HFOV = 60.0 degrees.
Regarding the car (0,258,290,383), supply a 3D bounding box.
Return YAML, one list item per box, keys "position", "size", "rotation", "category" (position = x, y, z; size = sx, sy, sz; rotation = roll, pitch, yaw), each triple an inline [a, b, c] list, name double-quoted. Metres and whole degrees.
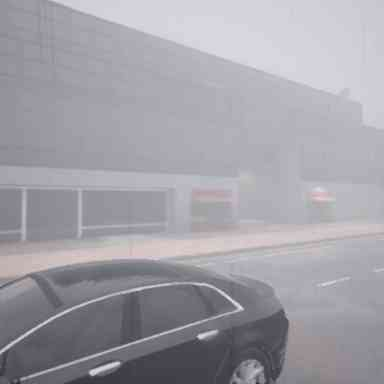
- position: [-1.109, 1.517, 3.196]
  size: [4.892, 1.490, 1.837]
  rotation: [1, -1, -36]
  category: "car"
